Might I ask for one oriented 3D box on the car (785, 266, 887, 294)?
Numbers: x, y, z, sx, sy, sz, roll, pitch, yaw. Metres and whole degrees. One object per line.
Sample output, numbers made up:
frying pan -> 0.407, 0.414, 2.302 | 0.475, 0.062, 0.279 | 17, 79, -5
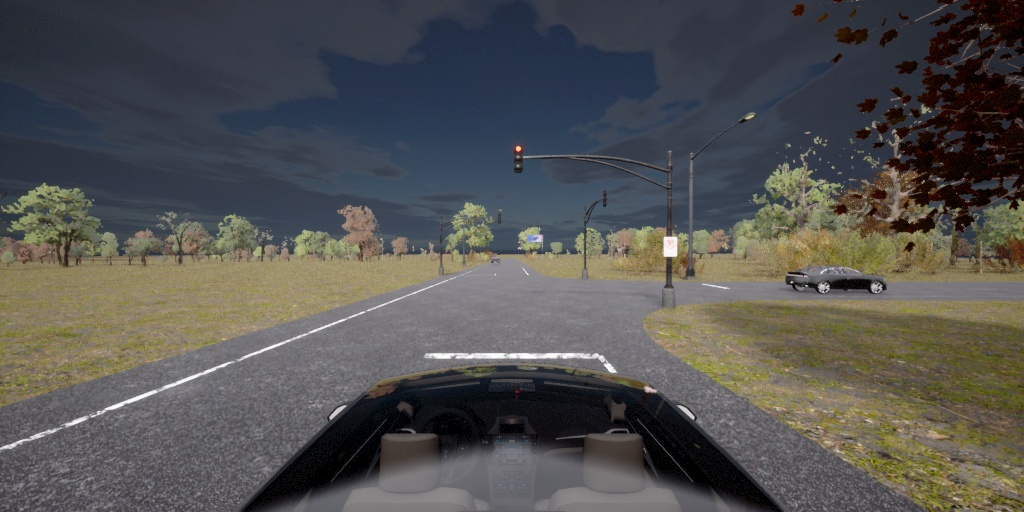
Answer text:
car -> 18.329, 1.309, 20.360 | 4.902, 1.511, 2.128 | 0, 1, 0
